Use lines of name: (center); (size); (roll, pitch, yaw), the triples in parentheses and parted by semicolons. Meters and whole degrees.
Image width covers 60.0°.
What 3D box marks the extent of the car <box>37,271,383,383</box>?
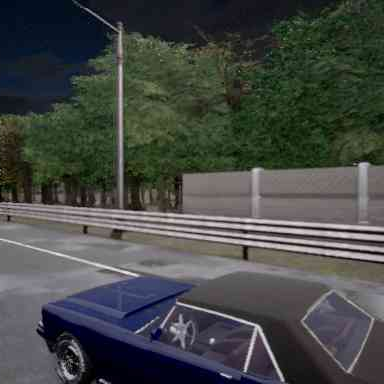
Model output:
car: (0.364, 1.603, 3.612); (4.718, 1.301, 1.895); (0, 0, 36)
